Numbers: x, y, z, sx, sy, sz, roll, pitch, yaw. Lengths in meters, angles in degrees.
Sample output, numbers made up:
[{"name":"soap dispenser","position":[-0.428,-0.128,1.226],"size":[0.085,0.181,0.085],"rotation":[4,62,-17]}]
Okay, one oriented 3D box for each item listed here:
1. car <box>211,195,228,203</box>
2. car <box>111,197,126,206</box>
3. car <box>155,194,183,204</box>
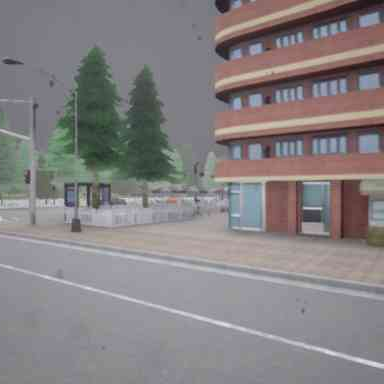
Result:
[{"name":"car","position":[5.955,1.312,62.814],"size":[4.902,1.511,2.128],"rotation":[0,0,-28]},{"name":"car","position":[-11.785,1.350,46.656],"size":[2.033,1.411,5.357],"rotation":[0,0,36]},{"name":"car","position":[-3.512,1.169,51.197],"size":[2.097,1.767,4.553],"rotation":[0,0,45]}]
